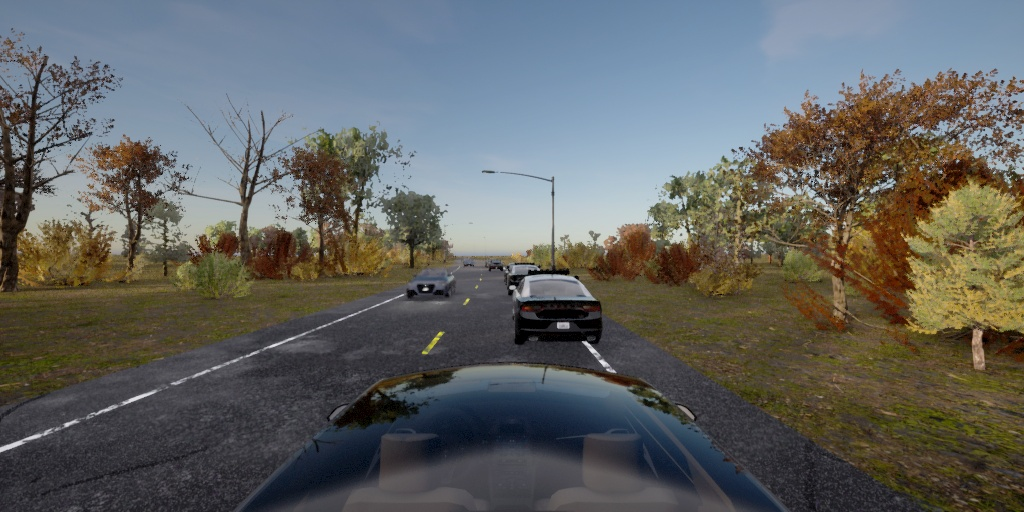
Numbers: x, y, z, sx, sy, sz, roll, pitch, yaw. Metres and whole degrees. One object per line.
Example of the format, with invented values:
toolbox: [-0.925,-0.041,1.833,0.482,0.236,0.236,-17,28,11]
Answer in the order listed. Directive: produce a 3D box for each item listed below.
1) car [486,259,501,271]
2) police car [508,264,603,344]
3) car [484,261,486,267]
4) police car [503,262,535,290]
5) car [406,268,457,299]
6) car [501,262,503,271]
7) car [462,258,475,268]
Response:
car: [-2.169,1.234,47.337,1.837,1.490,4.892,0,0,-5]
police car: [0.969,1.174,9.695,1.930,1.638,5.238,0,0,-1]
car: [-3.516,1.208,60.227,2.128,1.511,4.902,0,0,-7]
police car: [0.679,1.170,19.747,1.930,1.638,5.238,0,0,-2]
car: [-3.950,1.309,18.134,1.994,1.385,4.181,0,0,-2]
car: [0.413,1.216,25.665,1.882,1.535,5.008,0,0,-3]
car: [-7.248,1.265,60.494,2.033,1.411,5.357,0,0,-7]
